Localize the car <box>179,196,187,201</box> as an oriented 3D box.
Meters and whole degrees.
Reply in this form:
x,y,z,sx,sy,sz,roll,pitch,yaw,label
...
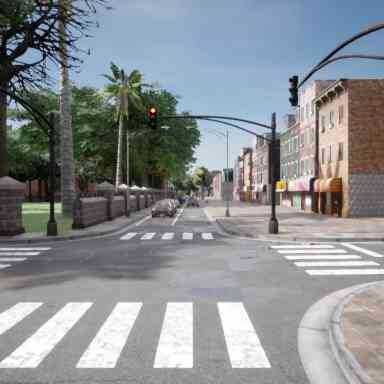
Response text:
x,y,z,sx,sy,sz,roll,pitch,yaw,label
-2.541,1.909,93.161,1.947,1.339,4.313,-1,0,0,car

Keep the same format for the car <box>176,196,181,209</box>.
x,y,z,sx,sy,sz,roll,pitch,yaw,label
-2.601,1.496,36.275,1.967,1.590,4.097,0,0,0,car

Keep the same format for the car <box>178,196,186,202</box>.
x,y,z,sx,sy,sz,roll,pitch,yaw,label
-2.547,1.856,87.472,2.008,1.369,4.403,-1,0,0,car

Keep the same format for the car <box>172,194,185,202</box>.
x,y,z,sx,sy,sz,roll,pitch,yaw,label
-2.910,1.398,64.223,2.150,2.045,5.566,0,0,0,car

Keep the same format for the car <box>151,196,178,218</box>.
x,y,z,sx,sy,sz,roll,pitch,yaw,label
-2.608,1.480,30.587,1.967,1.590,4.097,0,0,0,car

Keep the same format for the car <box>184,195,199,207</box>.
x,y,z,sx,sy,sz,roll,pitch,yaw,label
0.161,1.674,55.315,2.033,1.411,5.357,0,0,0,car

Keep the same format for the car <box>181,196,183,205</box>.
x,y,z,sx,sy,sz,roll,pitch,yaw,label
-2.589,1.677,47.652,1.802,1.307,4.206,0,0,0,car
